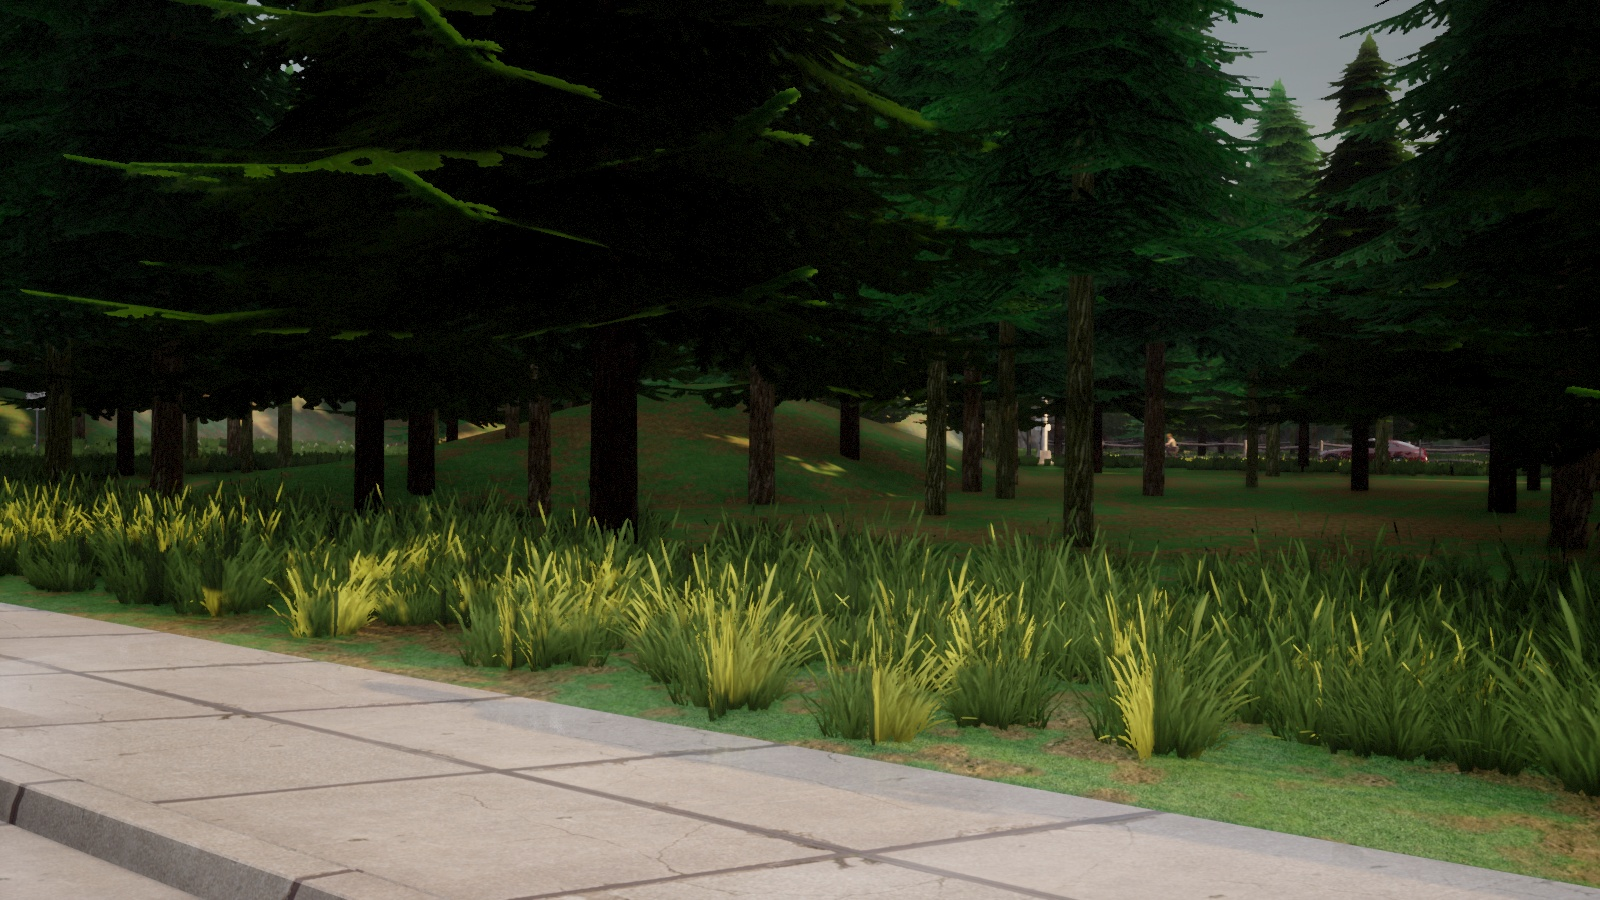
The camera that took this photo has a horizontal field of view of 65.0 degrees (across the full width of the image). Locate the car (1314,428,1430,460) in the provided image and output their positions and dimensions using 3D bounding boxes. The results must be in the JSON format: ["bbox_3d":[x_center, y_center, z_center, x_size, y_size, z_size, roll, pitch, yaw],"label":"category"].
[{"bbox_3d":[26.644,-0.283,58.532,4.674,1.442,1.812,0,1,35],"label":"car"}]
